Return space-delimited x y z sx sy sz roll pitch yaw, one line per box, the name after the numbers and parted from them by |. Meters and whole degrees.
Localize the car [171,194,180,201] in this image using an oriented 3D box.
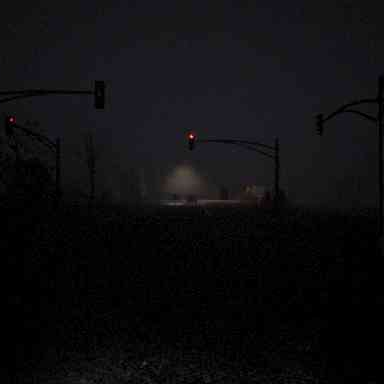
-3.565 1.195 72.195 1.837 1.490 4.892 0 0 0 | car

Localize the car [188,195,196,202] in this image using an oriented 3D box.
-0.070 1.425 78.028 1.837 1.490 4.892 0 0 0 | car

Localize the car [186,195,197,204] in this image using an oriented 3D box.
-0.061 1.424 67.993 2.097 1.767 4.553 0 0 0 | car
